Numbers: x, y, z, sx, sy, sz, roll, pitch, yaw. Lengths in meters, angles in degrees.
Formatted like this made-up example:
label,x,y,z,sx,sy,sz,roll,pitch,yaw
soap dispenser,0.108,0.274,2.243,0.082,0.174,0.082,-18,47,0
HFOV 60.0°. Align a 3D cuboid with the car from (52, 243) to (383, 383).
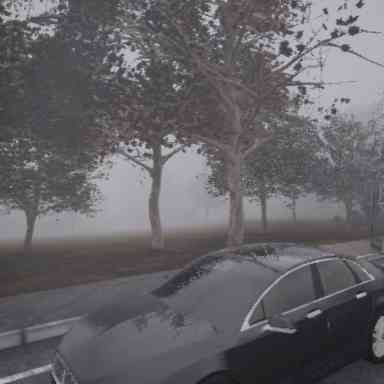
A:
label,x,y,z,sx,sy,sz,roll,pitch,yaw
car,0.837,1.506,4.274,4.892,1.490,1.837,0,0,-36
